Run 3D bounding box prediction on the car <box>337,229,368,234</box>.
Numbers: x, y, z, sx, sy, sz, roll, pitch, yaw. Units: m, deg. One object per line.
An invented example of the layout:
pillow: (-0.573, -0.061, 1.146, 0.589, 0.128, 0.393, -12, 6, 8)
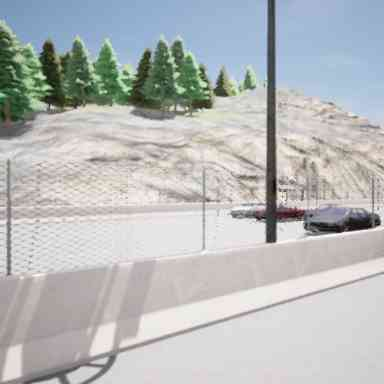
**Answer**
car: (8.609, 1.553, 18.729, 5.357, 1.411, 2.033, 0, 0, -35)
